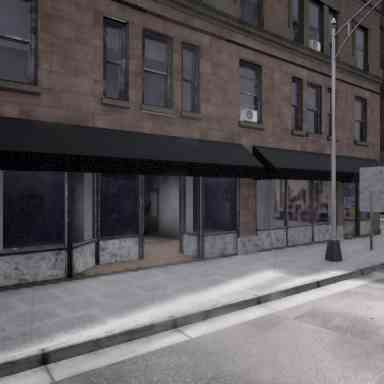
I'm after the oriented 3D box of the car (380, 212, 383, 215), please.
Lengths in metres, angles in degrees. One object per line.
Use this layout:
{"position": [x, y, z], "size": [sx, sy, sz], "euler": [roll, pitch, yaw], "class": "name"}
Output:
{"position": [15.884, 1.146, 28.139], "size": [2.097, 1.767, 4.553], "euler": [0, 1, -36], "class": "car"}
